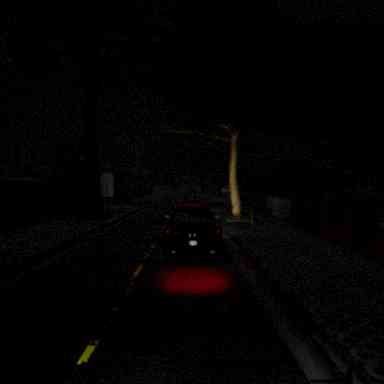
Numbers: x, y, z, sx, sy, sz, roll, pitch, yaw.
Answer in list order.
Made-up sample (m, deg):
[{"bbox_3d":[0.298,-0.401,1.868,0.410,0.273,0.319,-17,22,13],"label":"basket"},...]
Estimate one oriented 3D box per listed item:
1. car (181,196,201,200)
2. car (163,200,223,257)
[{"bbox_3d":[-0.079,1.046,24.939,1.882,1.535,5.008,0,1,-1],"label":"car"},{"bbox_3d":[0.012,1.278,12.144,1.882,1.535,5.008,0,1,-1],"label":"car"}]
